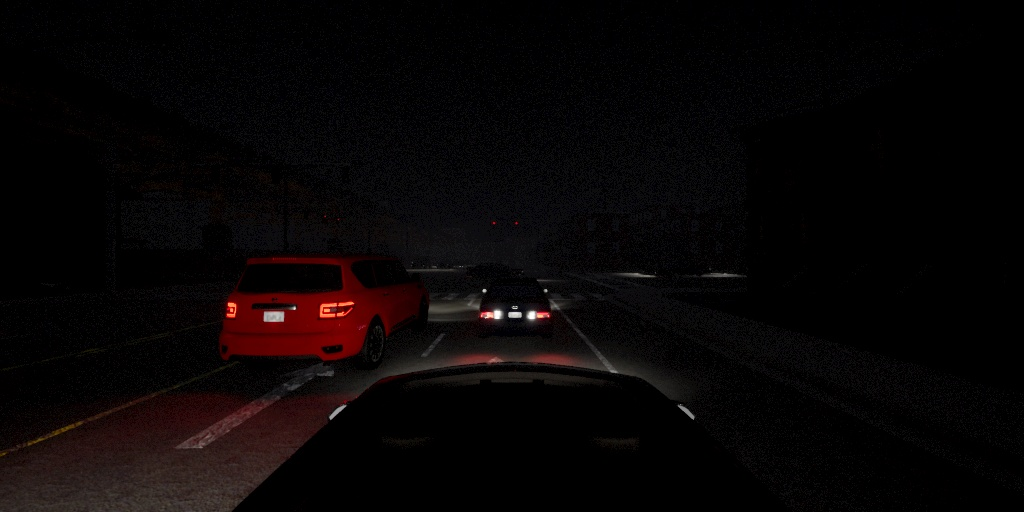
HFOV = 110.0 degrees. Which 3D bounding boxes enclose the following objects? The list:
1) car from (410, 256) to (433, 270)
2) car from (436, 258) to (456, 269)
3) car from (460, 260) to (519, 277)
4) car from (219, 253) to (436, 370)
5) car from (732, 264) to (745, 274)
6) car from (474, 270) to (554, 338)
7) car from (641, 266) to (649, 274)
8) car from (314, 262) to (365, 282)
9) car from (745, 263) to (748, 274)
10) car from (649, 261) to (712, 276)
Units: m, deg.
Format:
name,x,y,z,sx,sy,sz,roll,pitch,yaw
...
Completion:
name,x,y,z,sx,sy,sz,roll,pitch,yaw
car,-14.083,0.969,56.003,2.150,2.045,5.566,0,0,0
car,-10.584,1.228,56.713,1.882,1.535,5.008,0,0,0
car,-1.605,1.297,31.597,5.357,1.411,2.033,0,0,32
car,-3.425,0.971,7.872,2.150,2.045,5.566,0,0,0
car,26.835,1.255,39.374,4.892,1.490,1.837,0,0,0
car,0.084,1.297,10.125,2.033,1.411,5.357,0,0,0
car,17.107,1.297,39.369,5.357,1.411,2.033,0,0,2
car,-14.098,1.254,29.627,1.837,1.490,4.892,0,0,0
car,26.557,1.351,35.876,4.718,1.301,1.895,0,0,0
car,17.001,1.297,35.885,5.357,1.411,2.033,0,0,0
